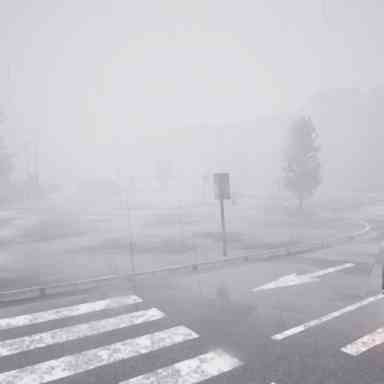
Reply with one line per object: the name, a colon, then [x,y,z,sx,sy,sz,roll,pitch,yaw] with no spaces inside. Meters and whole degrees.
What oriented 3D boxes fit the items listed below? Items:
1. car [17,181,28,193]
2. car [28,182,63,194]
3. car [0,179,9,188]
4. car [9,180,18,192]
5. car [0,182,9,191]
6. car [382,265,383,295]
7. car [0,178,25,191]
car: [-23.721,-0.777,51.350,2.231,1.521,4.892,1,6,17]
car: [-21.362,-0.614,49.558,2.163,1.488,4.792,1,6,17]
car: [-35.810,-1.380,59.805,2.231,1.521,4.892,1,6,14]
car: [-26.117,-0.865,53.084,2.002,1.452,4.674,0,6,16]
car: [-28.512,-1.030,54.798,2.097,1.535,5.008,1,6,16]
car: [5.627,1.408,6.530,4.902,1.511,2.128,-2,1,-35]
car: [-30.946,-1.271,56.443,2.185,1.767,4.553,0,6,15]
